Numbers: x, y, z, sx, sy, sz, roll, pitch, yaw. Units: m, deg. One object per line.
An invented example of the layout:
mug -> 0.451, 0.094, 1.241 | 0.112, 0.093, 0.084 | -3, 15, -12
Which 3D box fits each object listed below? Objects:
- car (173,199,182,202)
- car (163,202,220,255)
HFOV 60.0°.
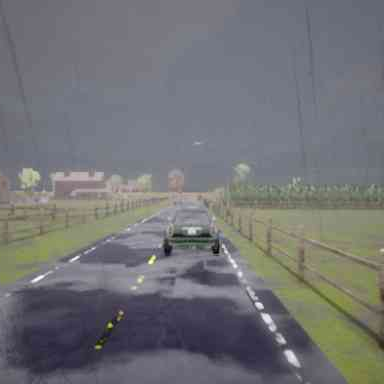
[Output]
car -> -2.790, 2.106, 67.996 | 2.033, 1.411, 5.357 | 0, 0, 0
car -> -0.005, 1.479, 14.071 | 2.097, 1.767, 4.553 | 0, -1, 0
